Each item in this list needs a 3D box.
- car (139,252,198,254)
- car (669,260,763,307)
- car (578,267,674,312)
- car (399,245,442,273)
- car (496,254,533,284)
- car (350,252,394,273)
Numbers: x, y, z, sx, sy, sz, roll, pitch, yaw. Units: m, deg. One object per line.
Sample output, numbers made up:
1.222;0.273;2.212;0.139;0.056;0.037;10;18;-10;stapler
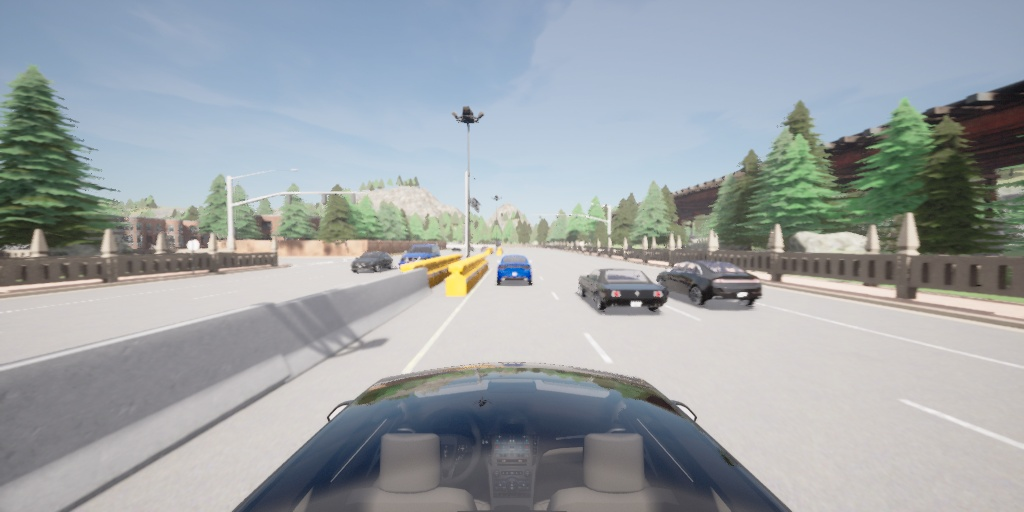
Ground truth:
-36.807;0.008;38.175;5.008;1.535;1.882;0;2;0;car
7.110;0.907;13.491;2.128;1.511;4.902;0;2;0;car
3.606;1.048;12.622;1.895;1.301;4.718;0;2;0;car
-6.936;0.126;27.895;2.150;2.045;5.566;0;2;1;car
0.137;0.649;20.299;1.882;1.535;5.008;0;2;0;car
-10.448;0.434;27.141;1.837;1.490;4.892;0;1;1;car
